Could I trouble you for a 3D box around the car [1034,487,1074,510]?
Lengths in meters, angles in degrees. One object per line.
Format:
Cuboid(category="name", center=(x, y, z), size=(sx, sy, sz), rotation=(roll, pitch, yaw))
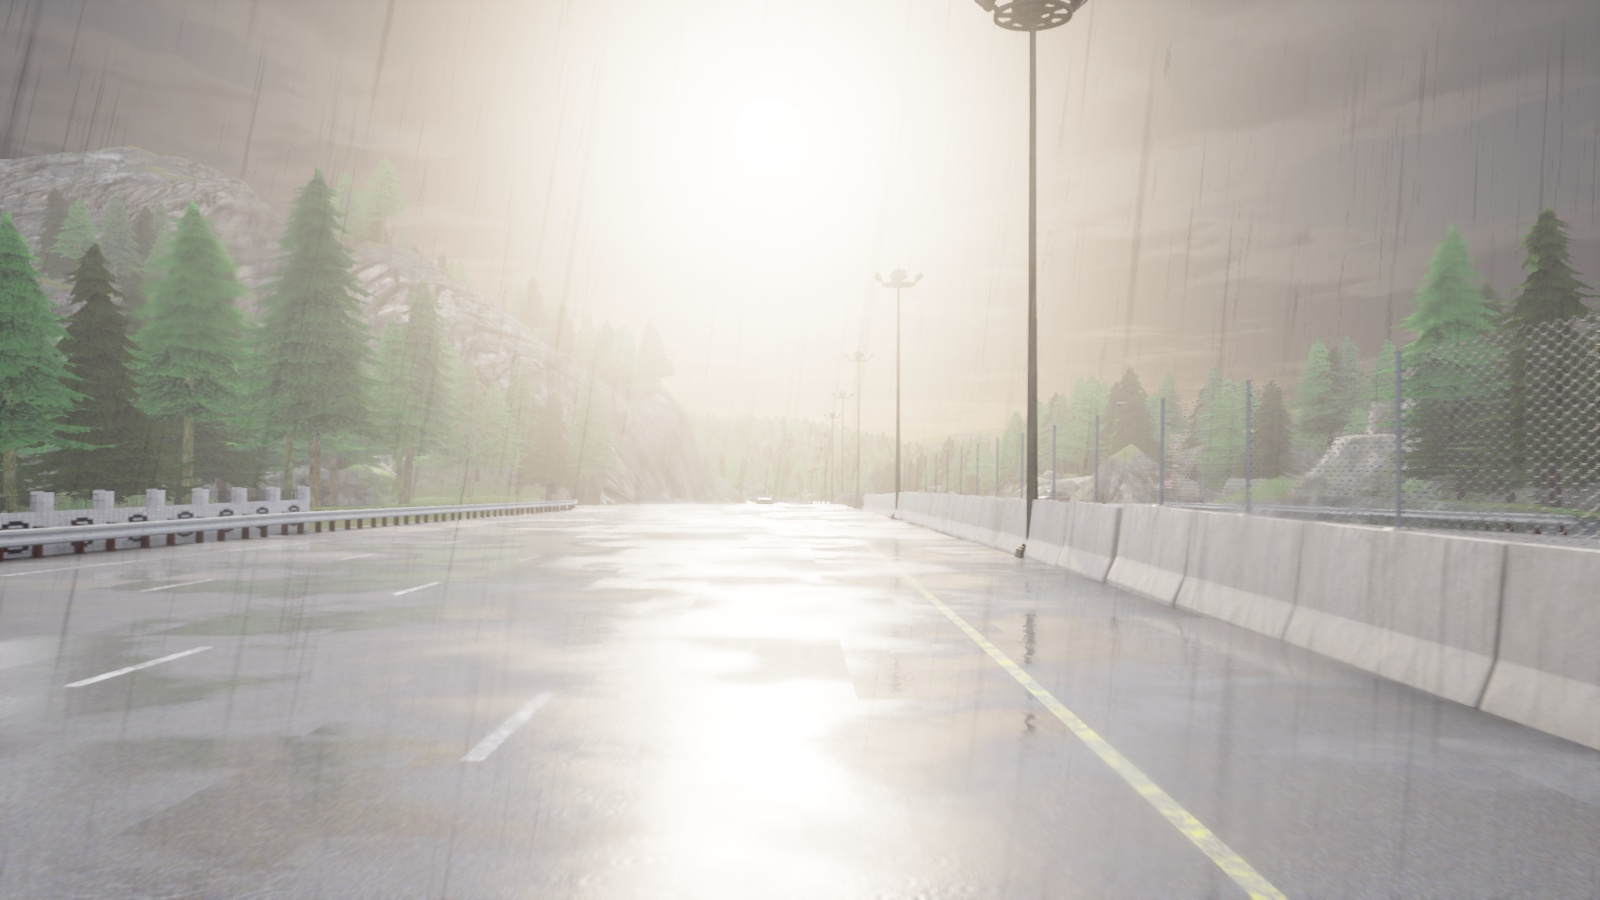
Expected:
Cuboid(category="car", center=(17.236, 3.303, 85.453), size=(1.816, 1.474, 4.193), rotation=(0, -2, 0))
